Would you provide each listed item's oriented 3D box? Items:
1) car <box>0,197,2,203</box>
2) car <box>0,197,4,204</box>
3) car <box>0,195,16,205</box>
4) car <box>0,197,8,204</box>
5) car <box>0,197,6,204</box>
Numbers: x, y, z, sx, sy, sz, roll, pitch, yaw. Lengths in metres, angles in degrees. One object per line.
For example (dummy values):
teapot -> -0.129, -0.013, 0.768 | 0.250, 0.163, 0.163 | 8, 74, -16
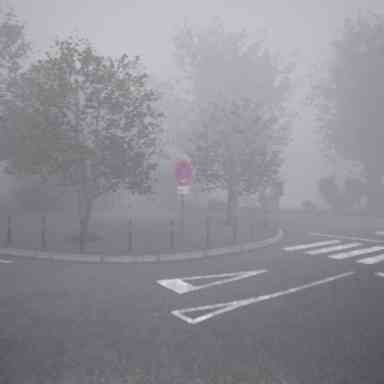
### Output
car -> -48.295, 2.006, 79.592 | 4.792, 1.488, 2.163 | 0, 0, -36
car -> -46.644, 1.963, 77.300 | 5.008, 1.535, 2.097 | 0, 0, -36
car -> -34.942, 1.727, 61.362 | 4.553, 1.767, 2.185 | 0, 0, -36
car -> -43.289, 1.939, 72.758 | 4.892, 1.521, 2.231 | 0, -1, -36
car -> -44.967, 1.951, 75.029 | 5.008, 1.535, 2.097 | 0, 0, -36
